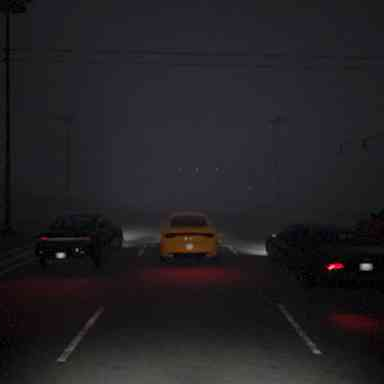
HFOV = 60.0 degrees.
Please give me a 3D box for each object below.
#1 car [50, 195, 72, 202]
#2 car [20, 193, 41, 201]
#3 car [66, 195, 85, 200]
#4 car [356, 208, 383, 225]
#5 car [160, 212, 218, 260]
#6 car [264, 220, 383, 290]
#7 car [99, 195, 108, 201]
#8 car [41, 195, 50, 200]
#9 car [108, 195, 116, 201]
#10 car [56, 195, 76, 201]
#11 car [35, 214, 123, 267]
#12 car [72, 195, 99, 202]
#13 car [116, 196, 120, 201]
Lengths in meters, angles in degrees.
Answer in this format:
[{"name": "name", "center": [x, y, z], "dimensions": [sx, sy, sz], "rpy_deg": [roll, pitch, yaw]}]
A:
[{"name": "car", "center": [-30.317, 1.391, 77.897], "dimensions": [4.553, 1.767, 2.097], "rpy_deg": [0, 0, 28]}, {"name": "car", "center": [-39.529, 1.263, 81.766], "dimensions": [5.566, 2.045, 2.150], "rpy_deg": [0, 0, 14]}, {"name": "car", "center": [-31.510, 1.564, 90.138], "dimensions": [4.718, 1.301, 1.895], "rpy_deg": [0, 0, 21]}, {"name": "car", "center": [6.943, 1.227, 9.891], "dimensions": [2.150, 2.045, 5.566], "rpy_deg": [0, 0, -1]}, {"name": "car", "center": [-0.162, 1.483, 12.472], "dimensions": [1.882, 1.535, 5.008], "rpy_deg": [0, 0, -2]}, {"name": "car", "center": [3.463, 1.551, 9.183], "dimensions": [2.033, 1.411, 5.357], "rpy_deg": [0, 0, -1]}, {"name": "car", "center": [-23.776, 1.515, 82.025], "dimensions": [5.008, 1.535, 1.882], "rpy_deg": [0, 0, 32]}, {"name": "car", "center": [-34.581, 1.462, 83.824], "dimensions": [5.008, 1.535, 1.882], "rpy_deg": [0, 0, 18]}, {"name": "car", "center": [-22.597, 1.634, 85.449], "dimensions": [4.718, 1.301, 1.895], "rpy_deg": [0, 0, 32]}, {"name": "car", "center": [-32.838, 1.476, 86.900], "dimensions": [4.892, 1.490, 1.837], "rpy_deg": [0, 0, 21]}, {"name": "car", "center": [-3.619, 1.497, 11.397], "dimensions": [2.128, 1.511, 4.902], "rpy_deg": [0, 0, -2]}, {"name": "car", "center": [-25.213, 1.576, 78.776], "dimensions": [5.357, 1.411, 2.033], "rpy_deg": [0, 0, 35]}, {"name": "car", "center": [-21.295, 1.593, 88.784], "dimensions": [4.181, 1.385, 1.994], "rpy_deg": [0, 0, 32]}]
